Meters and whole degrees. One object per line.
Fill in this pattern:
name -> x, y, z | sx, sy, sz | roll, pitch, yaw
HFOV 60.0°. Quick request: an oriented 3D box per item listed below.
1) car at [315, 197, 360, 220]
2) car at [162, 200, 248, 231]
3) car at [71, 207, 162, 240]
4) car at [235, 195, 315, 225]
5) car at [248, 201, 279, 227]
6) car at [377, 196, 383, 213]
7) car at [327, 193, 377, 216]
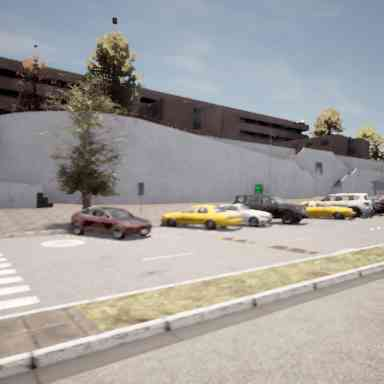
car -> 10.571, 1.437, 27.578 | 5.366, 1.575, 1.946 | -1, -1, 34
car -> 0.479, 1.489, 20.809 | 5.366, 1.575, 1.946 | -1, 0, 35
car -> -4.231, 1.521, 17.211 | 4.792, 1.488, 2.163 | -1, -1, 34
car -> 5.553, 1.226, 24.186 | 5.566, 2.045, 2.435 | -1, -1, 35
car -> 3.079, 1.524, 22.456 | 4.674, 1.452, 2.002 | -1, -1, 34
car -> 15.284, 1.419, 31.178 | 4.792, 1.488, 2.163 | -1, 0, 35
car -> 12.837, 1.168, 29.439 | 5.566, 2.045, 2.435 | -1, 0, 35
